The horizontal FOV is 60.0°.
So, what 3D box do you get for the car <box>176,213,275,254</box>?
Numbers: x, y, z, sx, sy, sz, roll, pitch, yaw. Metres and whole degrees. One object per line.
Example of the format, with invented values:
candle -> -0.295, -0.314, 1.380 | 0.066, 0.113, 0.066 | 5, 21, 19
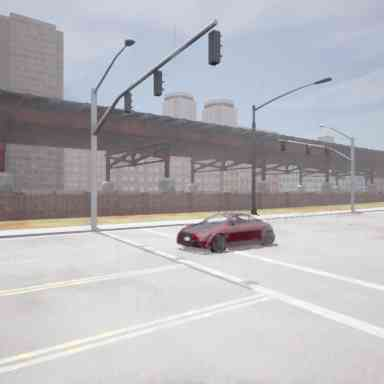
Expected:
car -> 1.445, 1.564, 13.611 | 4.181, 1.385, 1.994 | 0, 0, -35
